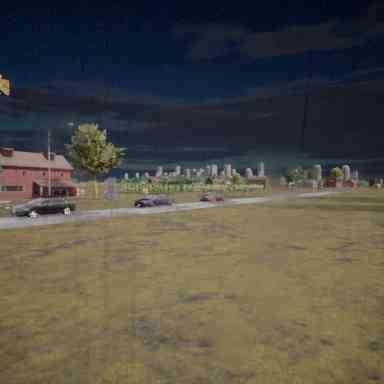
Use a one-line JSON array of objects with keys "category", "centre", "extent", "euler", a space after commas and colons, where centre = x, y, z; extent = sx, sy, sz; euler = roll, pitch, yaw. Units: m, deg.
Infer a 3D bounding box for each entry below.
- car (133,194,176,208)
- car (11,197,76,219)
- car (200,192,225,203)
[{"category": "car", "centre": [-3.940, 0.963, 36.564], "extent": [2.033, 1.411, 5.357], "euler": [1, 2, 36]}, {"category": "car", "centre": [-11.526, 1.181, 26.085], "extent": [1.837, 1.490, 4.892], "euler": [1, 2, 36]}, {"category": "car", "centre": [2.839, 0.741, 45.896], "extent": [1.994, 1.385, 4.181], "euler": [1, 2, 36]}]
